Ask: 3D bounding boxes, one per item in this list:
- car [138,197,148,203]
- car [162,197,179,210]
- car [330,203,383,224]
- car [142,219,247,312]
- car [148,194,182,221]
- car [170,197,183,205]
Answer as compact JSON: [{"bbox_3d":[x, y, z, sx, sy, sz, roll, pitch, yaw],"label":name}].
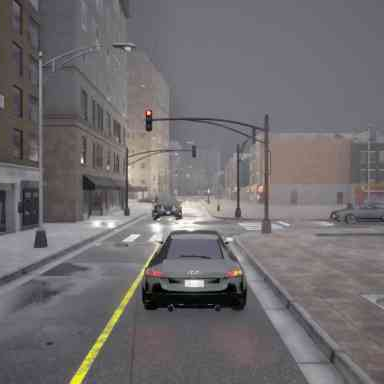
[{"bbox_3d":[-8.963,1.597,69.975,4.674,1.442,1.812,0,0,9],"label":"car"},{"bbox_3d":[-2.828,1.493,44.002,1.882,1.535,5.008,0,0,0],"label":"car"},{"bbox_3d":[12.059,1.515,23.606,4.181,1.385,1.994,0,0,0],"label":"car"},{"bbox_3d":[0.053,1.564,7.799,1.994,1.385,4.181,0,0,0],"label":"car"},{"bbox_3d":[-2.253,1.229,27.828,2.150,2.045,5.566,0,0,-10],"label":"car"},{"bbox_3d":[-2.729,1.582,60.064,2.033,1.411,5.357,0,0,0],"label":"car"}]
